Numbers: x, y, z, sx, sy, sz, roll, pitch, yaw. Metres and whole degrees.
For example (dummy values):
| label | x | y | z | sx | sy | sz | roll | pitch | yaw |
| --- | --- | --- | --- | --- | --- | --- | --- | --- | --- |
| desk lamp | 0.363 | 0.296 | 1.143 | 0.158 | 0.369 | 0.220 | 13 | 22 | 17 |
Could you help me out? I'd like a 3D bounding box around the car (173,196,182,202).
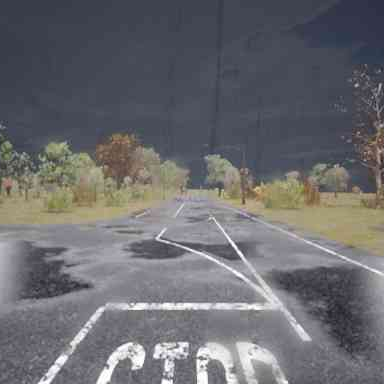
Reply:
| label | x | y | z | sx | sy | sz | roll | pitch | yaw |
| --- | --- | --- | --- | --- | --- | --- | --- | --- | --- |
| car | -3.309 | 1.579 | 76.058 | 1.882 | 1.535 | 5.008 | 0 | 0 | 0 |
